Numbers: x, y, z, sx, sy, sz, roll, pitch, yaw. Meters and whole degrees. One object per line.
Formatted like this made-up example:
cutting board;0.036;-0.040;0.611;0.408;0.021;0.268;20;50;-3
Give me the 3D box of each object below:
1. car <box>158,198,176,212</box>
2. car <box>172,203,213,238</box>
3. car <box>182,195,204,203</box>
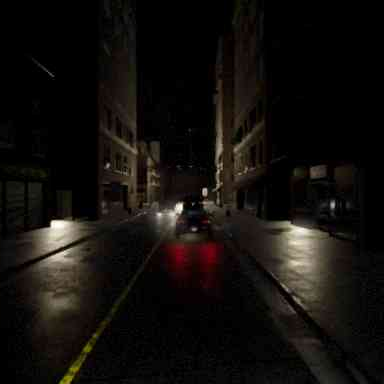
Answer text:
car;-2.994;1.573;40.536;1.837;1.490;4.892;0;0;0
car;0.102;1.556;17.786;1.812;1.442;4.674;0;0;0
car;0.105;1.284;35.028;2.150;2.045;5.566;0;0;0
